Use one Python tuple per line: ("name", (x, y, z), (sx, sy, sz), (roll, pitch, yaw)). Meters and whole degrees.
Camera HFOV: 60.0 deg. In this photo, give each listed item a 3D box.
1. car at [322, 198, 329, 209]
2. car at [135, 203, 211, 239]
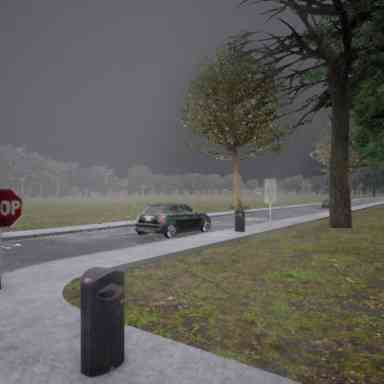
("car", (19.501, 1.543, 46.352), (2.128, 1.511, 4.902), (0, 0, 36))
("car", (-0.879, 1.372, 17.958), (2.097, 1.767, 4.553), (0, 0, 36))
